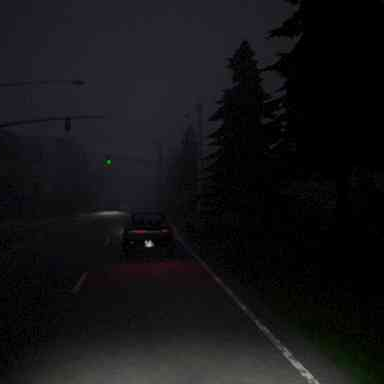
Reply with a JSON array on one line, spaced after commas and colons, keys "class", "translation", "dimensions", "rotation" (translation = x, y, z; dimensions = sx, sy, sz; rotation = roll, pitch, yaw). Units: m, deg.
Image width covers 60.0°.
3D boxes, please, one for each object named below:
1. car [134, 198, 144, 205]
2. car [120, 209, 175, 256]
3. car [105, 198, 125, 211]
[{"class": "car", "translation": [-10.557, 1.922, 66.689], "dimensions": [1.994, 1.385, 4.181], "rotation": [0, 0, -9]}, {"class": "car", "translation": [-1.814, 1.563, 13.537], "dimensions": [2.128, 1.511, 4.902], "rotation": [0, 0, -9]}, {"class": "car", "translation": [-10.617, 1.750, 44.775], "dimensions": [2.128, 1.511, 4.902], "rotation": [0, 0, -9]}]
